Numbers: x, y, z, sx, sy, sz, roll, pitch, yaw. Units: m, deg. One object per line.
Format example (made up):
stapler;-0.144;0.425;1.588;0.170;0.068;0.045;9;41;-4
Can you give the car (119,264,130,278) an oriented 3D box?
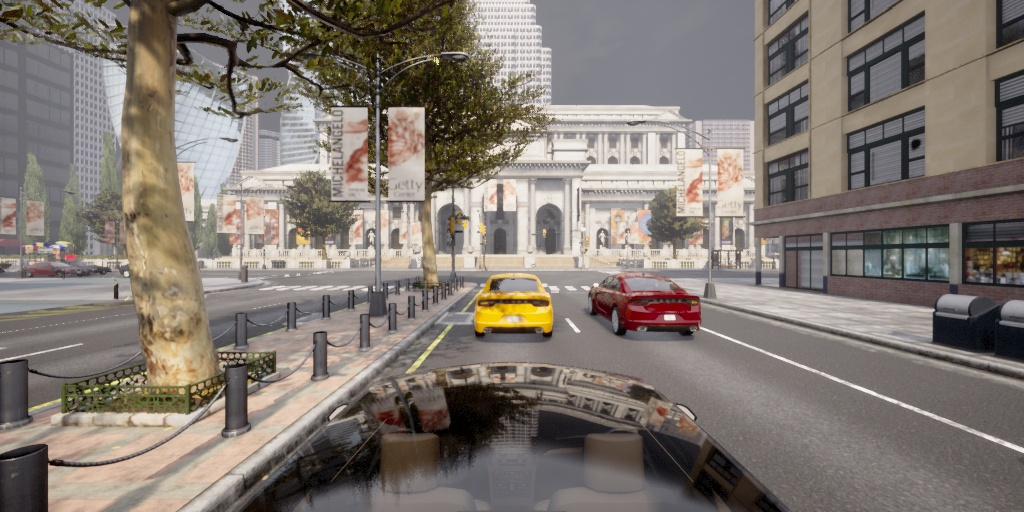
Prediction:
car;-34.182;1.255;34.000;4.892;1.490;1.837;0;0;0

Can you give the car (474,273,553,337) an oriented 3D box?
car;0.055;1.228;10.338;1.882;1.535;5.008;0;0;0

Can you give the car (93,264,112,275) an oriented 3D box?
car;-45.304;1.297;37.460;5.357;1.411;2.033;0;0;0

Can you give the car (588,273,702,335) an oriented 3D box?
car;3.557;1.228;10.517;1.882;1.535;5.008;0;0;0

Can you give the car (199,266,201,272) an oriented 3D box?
car;-35.480;1.227;37.499;5.008;1.535;1.882;0;0;0

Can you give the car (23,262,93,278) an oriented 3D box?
car;-43.381;1.275;33.967;4.674;1.442;1.812;0;0;-1
